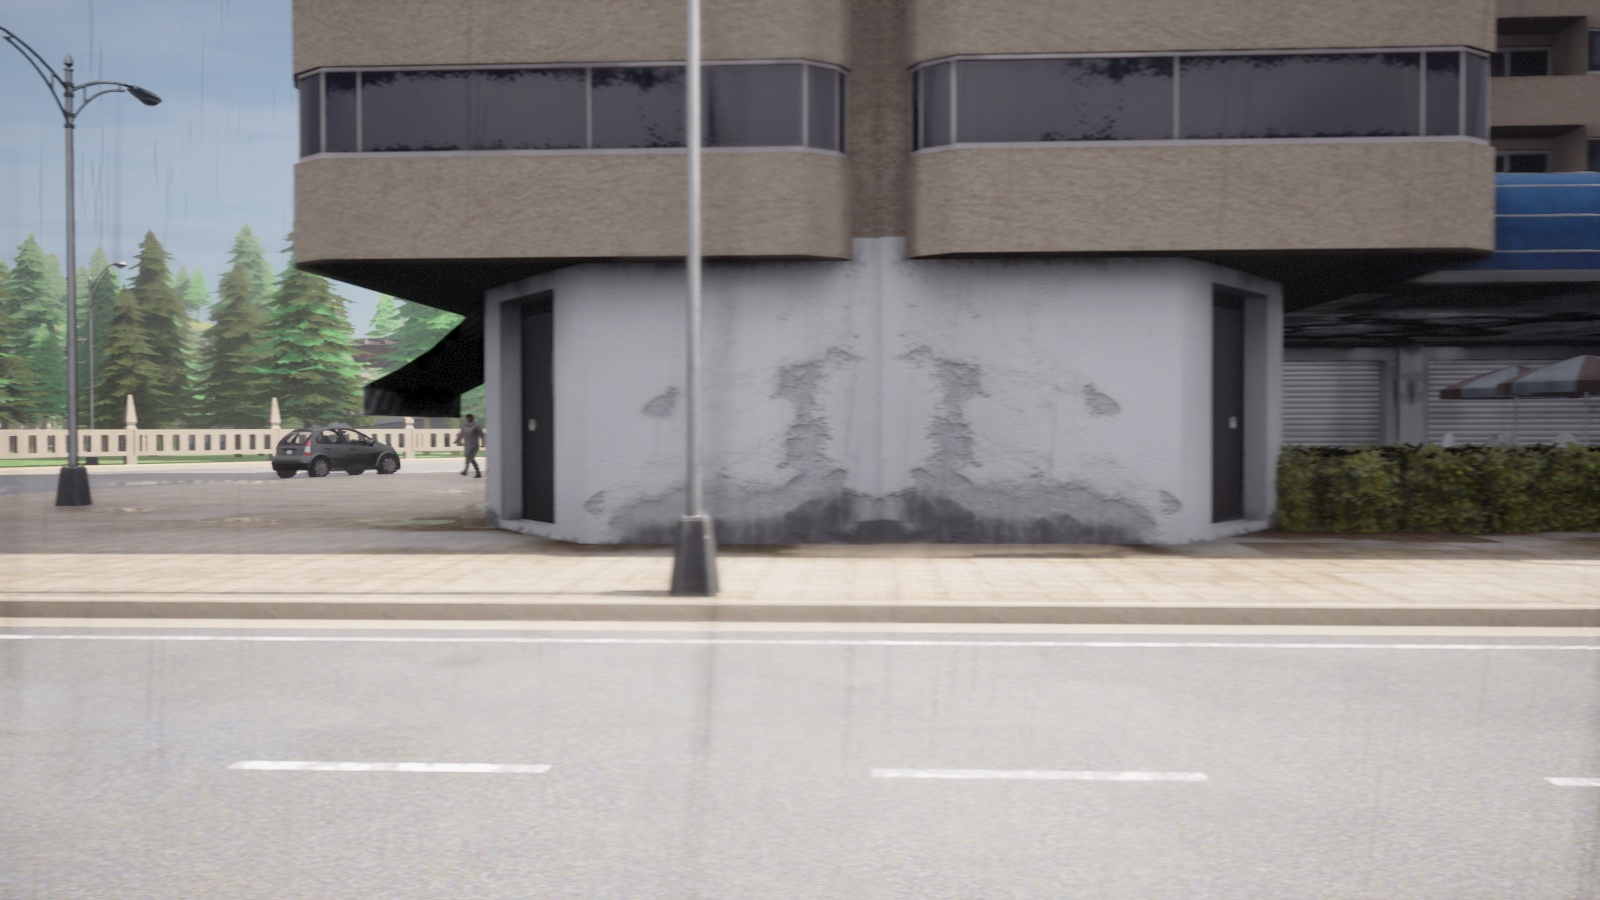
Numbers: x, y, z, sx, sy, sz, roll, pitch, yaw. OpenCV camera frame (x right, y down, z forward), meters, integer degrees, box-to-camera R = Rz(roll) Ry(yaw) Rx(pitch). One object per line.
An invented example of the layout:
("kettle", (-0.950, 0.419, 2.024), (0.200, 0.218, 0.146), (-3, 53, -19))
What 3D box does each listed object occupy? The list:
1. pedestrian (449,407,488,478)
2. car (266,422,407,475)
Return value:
("pedestrian", (-9.291, -0.214, 35.207), (0.659, 1.952, 0.873), (1, 1, 27))
("car", (-14.713, -0.079, 40.060), (1.851, 1.617, 3.988), (1, 1, 30))
